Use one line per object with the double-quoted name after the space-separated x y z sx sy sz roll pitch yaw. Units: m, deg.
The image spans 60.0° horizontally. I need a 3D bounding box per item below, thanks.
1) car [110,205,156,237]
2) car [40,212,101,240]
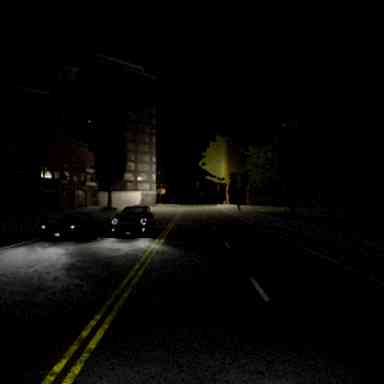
-3.351 1.591 19.650 2.097 1.767 4.553 0 -1 0 "car"
-6.600 1.825 18.540 1.895 1.301 4.718 0 -1 0 "car"
